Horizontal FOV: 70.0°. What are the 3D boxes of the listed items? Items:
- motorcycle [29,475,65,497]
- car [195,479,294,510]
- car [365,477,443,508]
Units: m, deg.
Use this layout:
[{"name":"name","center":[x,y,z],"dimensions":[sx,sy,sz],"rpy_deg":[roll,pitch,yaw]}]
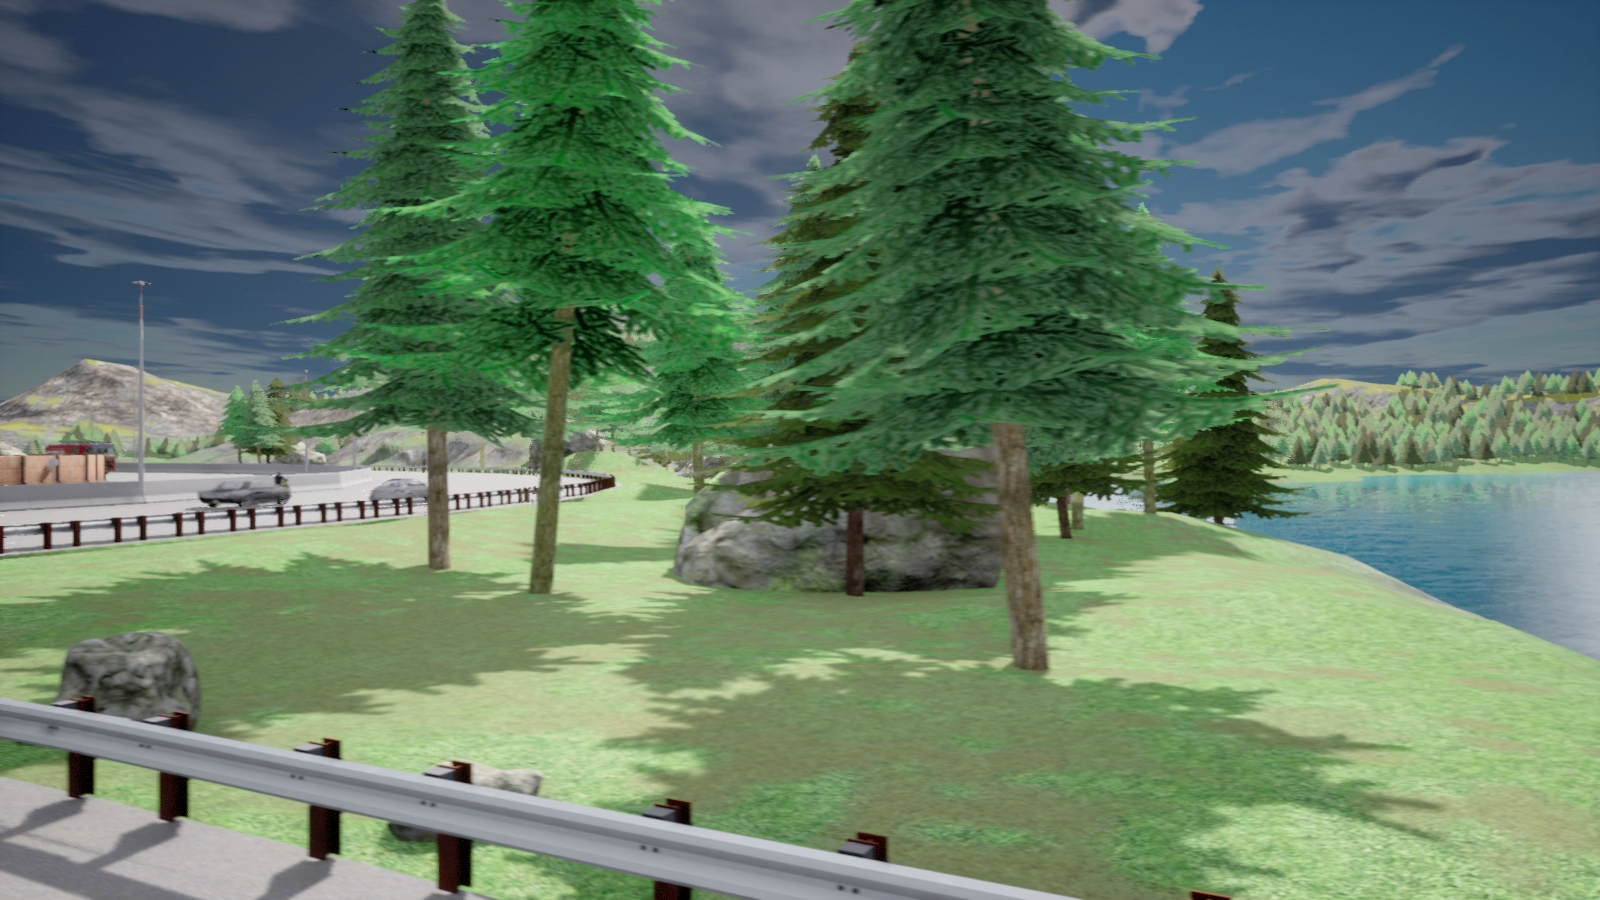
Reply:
[{"name":"motorcycle","center":[-45.801,2.191,69.499],"dimensions":[0.856,1.236,1.805],"rpy_deg":[-4,0,3]},{"name":"car","center":[-27.274,2.160,56.292],"dimensions":[1.895,1.301,4.718],"rpy_deg":[0,0,11]},{"name":"car","center":[-19.925,2.122,57.661],"dimensions":[1.994,1.385,4.181],"rpy_deg":[0,0,9]}]
